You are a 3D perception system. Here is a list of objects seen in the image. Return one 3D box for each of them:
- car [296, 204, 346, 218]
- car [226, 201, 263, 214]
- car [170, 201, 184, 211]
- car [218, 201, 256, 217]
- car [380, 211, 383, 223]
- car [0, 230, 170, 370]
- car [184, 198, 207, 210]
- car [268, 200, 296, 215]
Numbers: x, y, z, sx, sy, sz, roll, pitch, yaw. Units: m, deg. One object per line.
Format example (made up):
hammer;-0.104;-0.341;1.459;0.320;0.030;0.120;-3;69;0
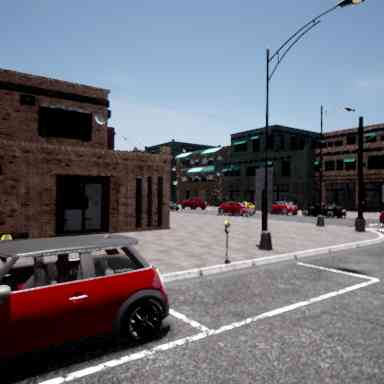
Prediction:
car;12.903;1.811;32.652;1.947;1.339;4.313;0;-1;-35
car;6.471;1.877;41.903;1.752;1.417;4.829;0;-1;-35
car;-3.390;1.908;45.973;1.994;1.385;4.181;1;-1;-35
car;4.556;1.739;34.520;1.812;1.442;4.674;1;-1;-35
car;13.502;1.549;19.786;1.812;1.442;4.674;0;-1;-18
car;-2.435;1.440;4.808;4.097;1.590;1.967;0;1;-36
car;0.234;1.771;50.876;2.192;1.841;5.009;0;-1;-35
car;9.736;1.738;37.209;1.967;1.590;4.097;0;-1;-35
